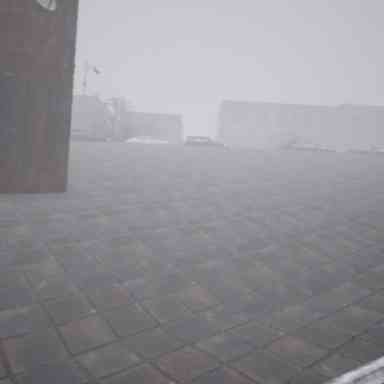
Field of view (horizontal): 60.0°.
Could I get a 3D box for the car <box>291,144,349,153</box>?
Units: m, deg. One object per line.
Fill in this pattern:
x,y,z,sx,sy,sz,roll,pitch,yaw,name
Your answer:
12.222,-3.962,32.828,4.892,1.521,2.231,3,-1,0,car

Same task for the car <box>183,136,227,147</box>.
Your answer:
1.299,-4.614,32.793,4.553,1.767,2.185,3,-1,0,car

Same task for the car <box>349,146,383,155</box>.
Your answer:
17.735,-3.684,32.856,4.892,1.521,2.231,3,-1,0,car

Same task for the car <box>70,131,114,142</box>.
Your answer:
-9.857,-5.147,32.754,4.553,1.767,2.185,3,-1,0,car

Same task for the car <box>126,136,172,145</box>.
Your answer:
-4.195,-4.710,32.770,4.674,1.452,2.002,3,-1,0,car
